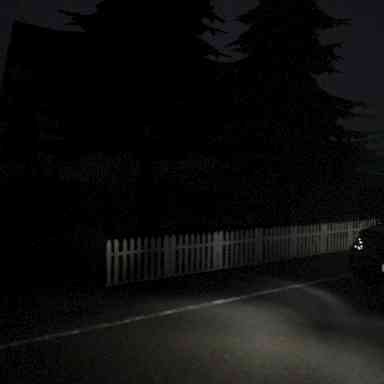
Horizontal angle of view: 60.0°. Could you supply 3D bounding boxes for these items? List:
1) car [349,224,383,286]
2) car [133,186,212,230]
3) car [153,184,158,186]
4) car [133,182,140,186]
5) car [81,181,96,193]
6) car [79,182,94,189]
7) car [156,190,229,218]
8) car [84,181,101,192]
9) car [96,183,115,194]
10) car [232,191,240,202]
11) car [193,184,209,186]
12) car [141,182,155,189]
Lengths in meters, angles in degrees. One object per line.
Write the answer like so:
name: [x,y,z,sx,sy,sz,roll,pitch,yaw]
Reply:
car: [6.031,1.073,7.515,5.566,2.045,2.150,0,2,-30]
car: [-0.754,0.796,16.198,3.866,1.878,1.905,0,2,-31]
car: [-7.255,-0.852,66.918,2.007,1.523,4.514,0,2,-31]
car: [-13.614,-1.694,84.193,1.905,1.878,3.866,0,2,-31]
car: [-17.039,-0.794,52.658,1.905,1.878,3.866,0,2,-31]
car: [-24.571,-1.587,77.589,2.152,1.636,5.027,0,2,-31]
car: [0.035,0.762,23.289,4.611,1.667,2.242,0,2,-31]
car: [-18.286,-1.047,61.089,1.932,1.855,4.605,0,2,-31]
car: [-13.881,-0.497,53.860,1.970,1.475,3.806,0,2,-31]
car: [6.657,0.457,39.490,4.181,1.385,1.994,-1,2,-45]
car: [1.324,-0.853,72.043,1.845,1.501,3.633,0,2,-31]
car: [-11.338,-1.695,86.047,1.932,1.855,4.605,0,2,-31]
